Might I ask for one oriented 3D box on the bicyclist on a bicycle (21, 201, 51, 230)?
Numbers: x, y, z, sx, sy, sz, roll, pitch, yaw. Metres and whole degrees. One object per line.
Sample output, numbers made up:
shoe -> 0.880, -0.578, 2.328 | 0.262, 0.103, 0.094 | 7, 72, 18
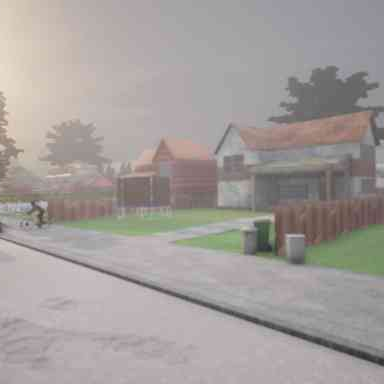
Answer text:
bicyclist on a bicycle -> -8.951, 1.356, 19.101 | 1.656, 1.620, 0.582 | -2, 1, -44
